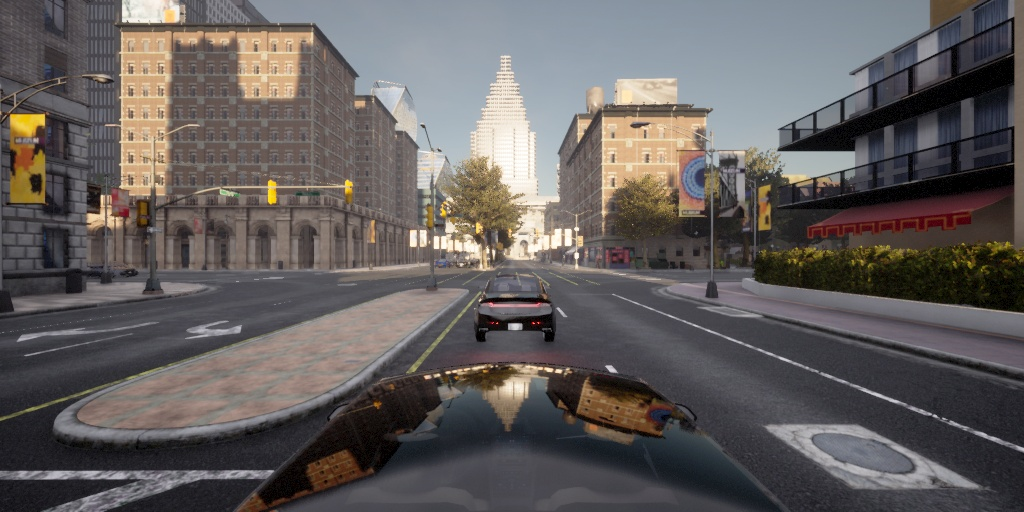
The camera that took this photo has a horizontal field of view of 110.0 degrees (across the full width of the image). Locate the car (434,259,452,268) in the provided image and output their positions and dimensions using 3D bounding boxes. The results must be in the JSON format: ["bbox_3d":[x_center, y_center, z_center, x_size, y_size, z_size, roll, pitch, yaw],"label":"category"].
[{"bbox_3d":[-11.550,1.227,60.028,1.882,1.535,5.008,0,0,0],"label":"car"}]

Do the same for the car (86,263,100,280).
[{"bbox_3d":[-37.328,1.227,29.204,5.008,1.535,1.882,0,0,0],"label":"car"}]

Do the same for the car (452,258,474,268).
[{"bbox_3d":[-8.053,1.241,59.613,2.128,1.511,4.902,0,0,0],"label":"car"}]

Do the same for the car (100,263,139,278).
[{"bbox_3d":[-36.844,1.313,32.707,4.181,1.385,1.994,0,0,0],"label":"car"}]

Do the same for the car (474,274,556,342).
[{"bbox_3d":[0.080,1.242,9.796,2.128,1.511,4.902,0,0,0],"label":"car"}]
